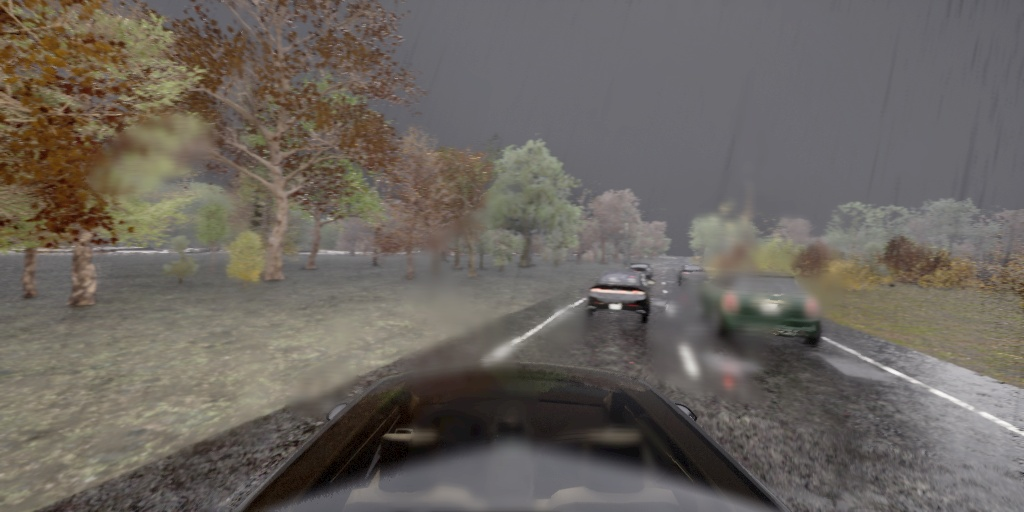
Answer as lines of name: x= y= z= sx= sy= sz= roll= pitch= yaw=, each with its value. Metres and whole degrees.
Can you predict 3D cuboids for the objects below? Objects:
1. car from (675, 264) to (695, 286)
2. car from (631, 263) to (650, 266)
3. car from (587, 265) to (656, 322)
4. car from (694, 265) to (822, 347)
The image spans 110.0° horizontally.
car: x=12.974 y=1.361 z=25.925 sx=2.128 sy=1.511 sz=4.902 roll=2 pitch=1 yaw=22
car: x=9.745 y=1.276 z=27.274 sx=1.837 sy=1.490 sz=4.892 roll=2 pitch=1 yaw=22
car: x=3.840 y=1.243 z=12.504 sx=2.128 sy=1.511 sz=4.902 roll=2 pitch=1 yaw=21
car: x=6.705 y=1.202 z=10.204 sx=2.097 sy=1.767 sz=4.553 roll=2 pitch=1 yaw=21
